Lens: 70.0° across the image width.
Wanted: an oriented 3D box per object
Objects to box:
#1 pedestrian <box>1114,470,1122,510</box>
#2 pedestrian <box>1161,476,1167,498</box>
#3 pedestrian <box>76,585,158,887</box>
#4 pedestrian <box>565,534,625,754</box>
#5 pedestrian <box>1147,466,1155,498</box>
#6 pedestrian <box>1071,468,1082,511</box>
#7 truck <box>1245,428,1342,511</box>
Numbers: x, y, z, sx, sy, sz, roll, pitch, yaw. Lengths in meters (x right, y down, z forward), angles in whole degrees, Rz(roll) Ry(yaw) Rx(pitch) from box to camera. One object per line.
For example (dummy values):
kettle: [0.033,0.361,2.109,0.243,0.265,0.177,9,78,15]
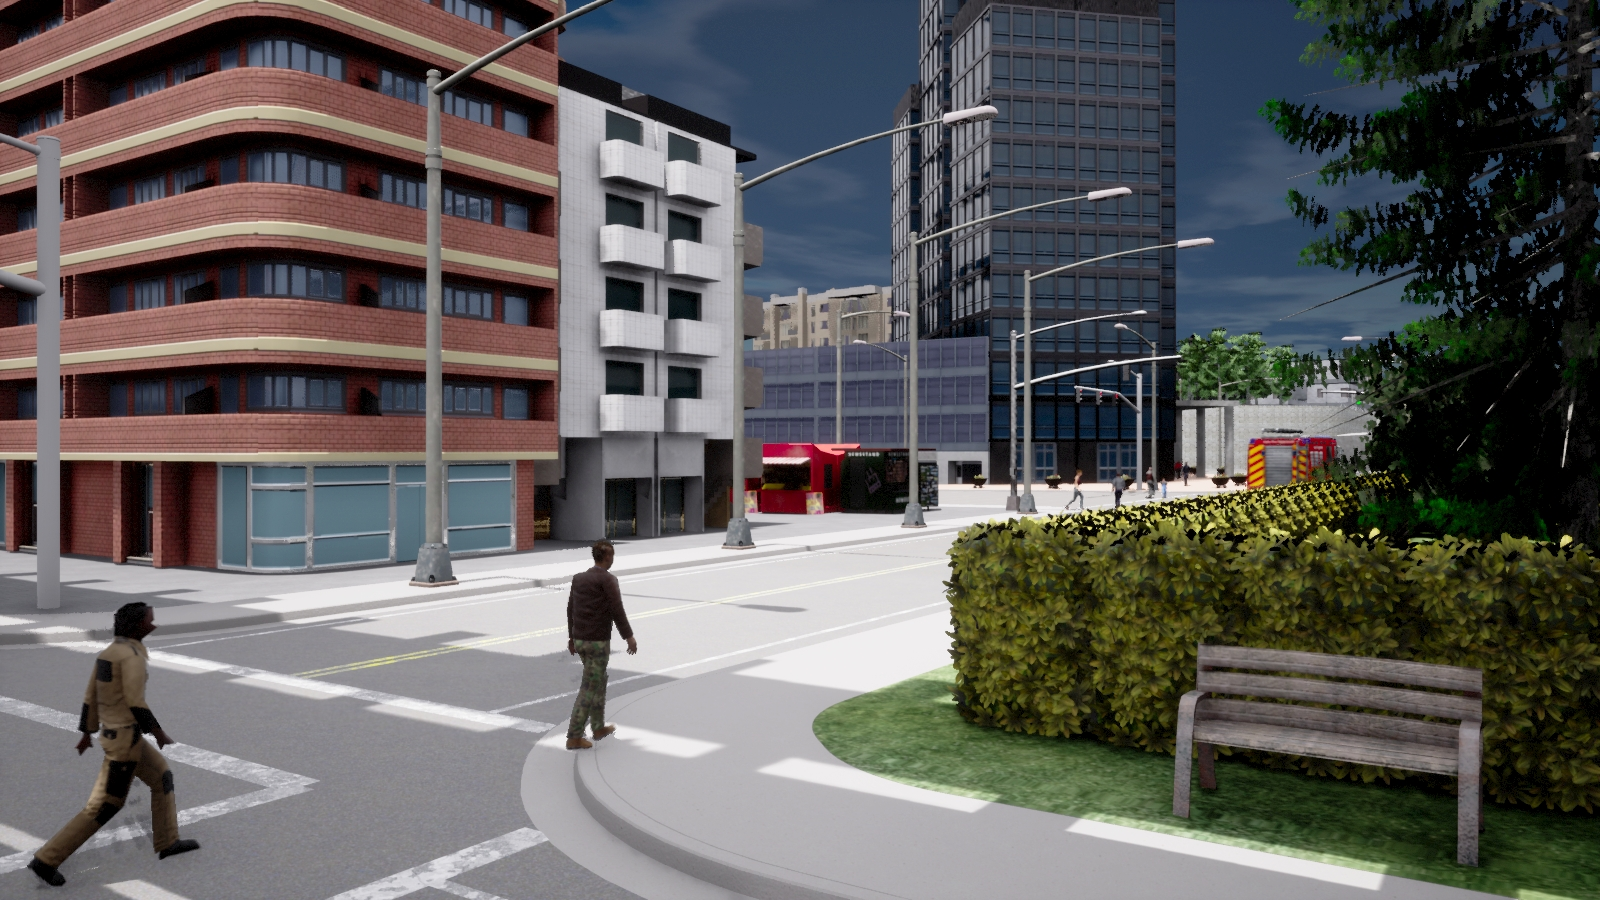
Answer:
pedestrian: [14.947,1.873,53.730,0.375,1.860,0.375,0,0,15]
pedestrian: [21.266,2.167,66.748,0.375,1.300,0.375,0,0,18]
pedestrian: [-4.497,1.848,7.524,0.375,1.860,0.375,0,0,44]
pedestrian: [-1.821,1.698,10.151,0.375,1.860,0.375,0,0,38]
pedestrian: [20.518,1.891,66.812,0.375,1.860,0.375,0,0,34]
pedestrian: [12.059,1.698,49.859,0.375,1.860,0.375,0,0,25]
truck: [24.649,0.902,56.773,2.891,3.827,8.468,0,0,34]
